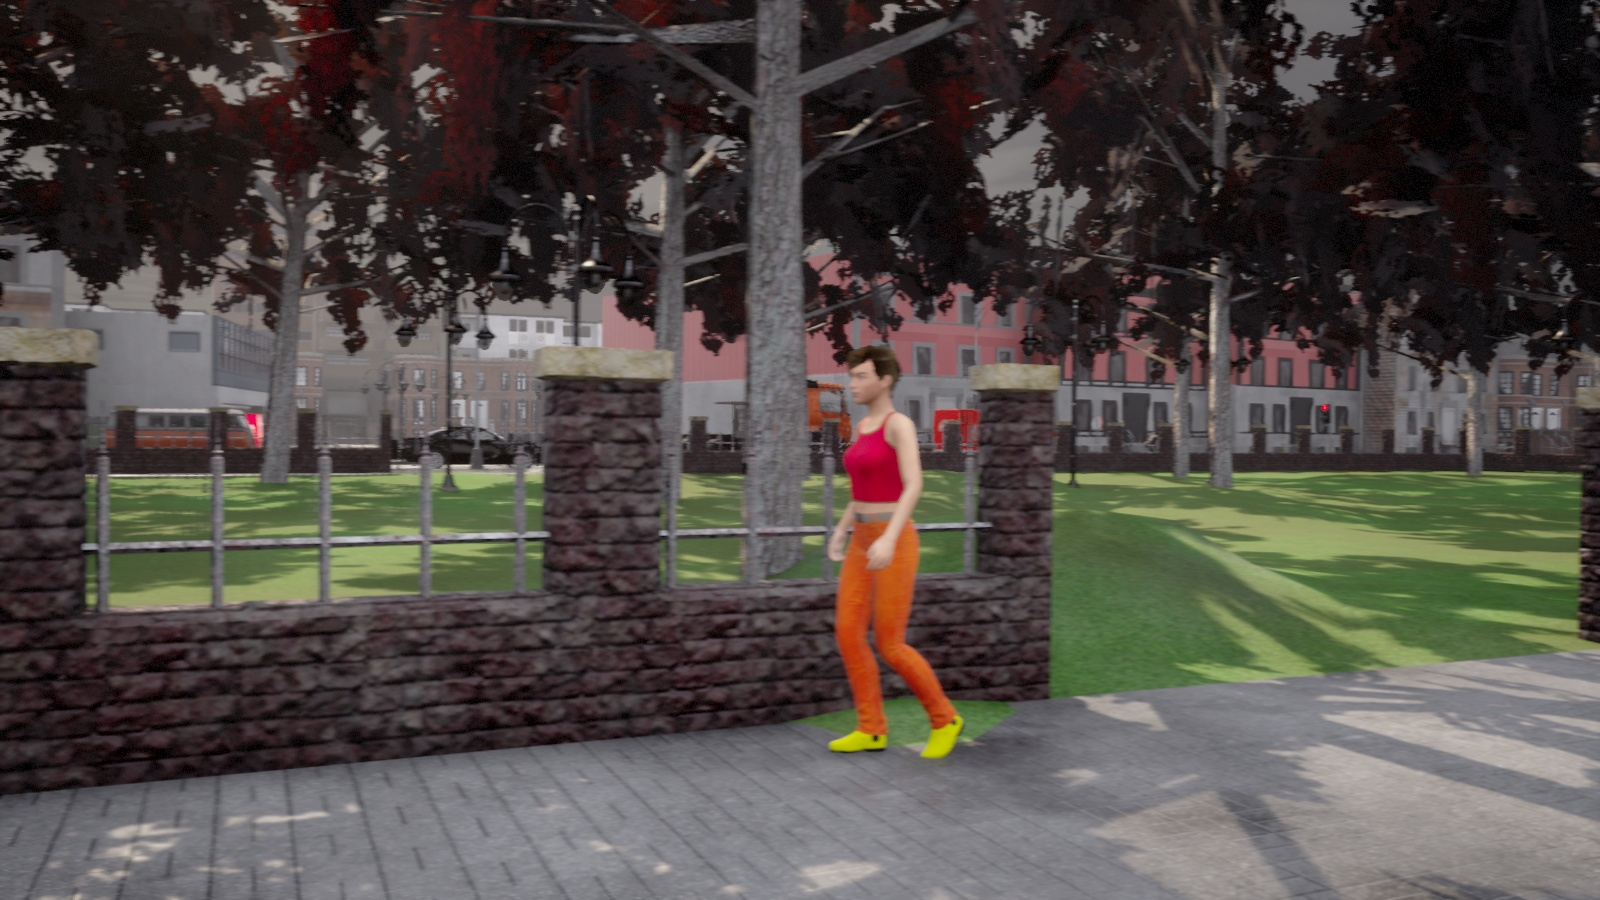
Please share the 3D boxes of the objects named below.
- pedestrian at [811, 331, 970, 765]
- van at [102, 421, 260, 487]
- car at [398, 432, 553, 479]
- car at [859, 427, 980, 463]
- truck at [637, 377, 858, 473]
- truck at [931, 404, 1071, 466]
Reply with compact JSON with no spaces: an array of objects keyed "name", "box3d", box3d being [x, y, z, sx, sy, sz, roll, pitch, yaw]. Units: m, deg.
[{"name":"pedestrian","box3d":[0.401,0.410,5.578,0.594,1.836,0.345,-1,1,-24]},{"name":"van","box3d":[-19.777,0.089,40.313,4.442,1.987,1.775,-1,1,-24]},{"name":"car","box3d":[-11.379,0.162,44.029,5.008,1.535,1.882,-1,1,-24]},{"name":"car","box3d":[5.307,-0.232,55.776,4.902,1.511,2.128,-1,1,-24]},{"name":"truck","box3d":[-1.997,-0.966,48.164,7.936,3.462,2.891,-1,1,-24]},{"name":"truck","box3d":[8.443,-0.659,52.784,5.204,2.467,2.627,-1,1,-24]}]
